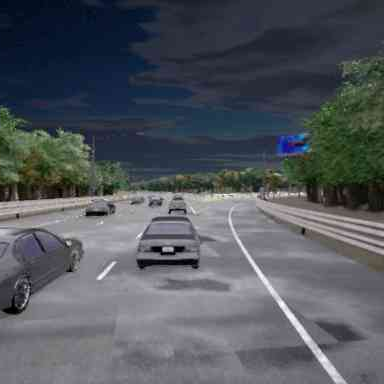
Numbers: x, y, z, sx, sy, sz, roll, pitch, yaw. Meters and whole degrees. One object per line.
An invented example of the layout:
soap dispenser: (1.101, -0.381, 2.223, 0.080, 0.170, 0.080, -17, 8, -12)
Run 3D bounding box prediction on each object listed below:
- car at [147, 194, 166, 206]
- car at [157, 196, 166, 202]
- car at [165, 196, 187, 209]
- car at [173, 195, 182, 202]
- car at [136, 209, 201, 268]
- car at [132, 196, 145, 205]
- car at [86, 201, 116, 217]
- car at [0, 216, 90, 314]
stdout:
car: (-5.414, 1.394, 50.385, 1.812, 1.442, 4.674, 0, 0, -2)
car: (-6.869, 1.480, 75.452, 1.895, 1.301, 4.718, 0, 0, -4)
car: (-1.483, 1.454, 34.869, 2.033, 1.411, 5.357, 0, 0, -2)
car: (-3.173, 1.366, 72.596, 1.882, 1.535, 5.008, 0, 0, -4)
car: (-0.708, 1.524, 11.096, 2.033, 1.411, 5.357, 0, 0, -2)
car: (-9.106, 1.402, 56.511, 2.033, 1.411, 5.357, 0, 0, -3)
car: (-8.244, 1.461, 30.335, 1.994, 1.385, 4.181, 0, 0, -2)
car: (-4.063, 1.522, 7.453, 2.033, 1.411, 5.357, 0, 0, -2)
